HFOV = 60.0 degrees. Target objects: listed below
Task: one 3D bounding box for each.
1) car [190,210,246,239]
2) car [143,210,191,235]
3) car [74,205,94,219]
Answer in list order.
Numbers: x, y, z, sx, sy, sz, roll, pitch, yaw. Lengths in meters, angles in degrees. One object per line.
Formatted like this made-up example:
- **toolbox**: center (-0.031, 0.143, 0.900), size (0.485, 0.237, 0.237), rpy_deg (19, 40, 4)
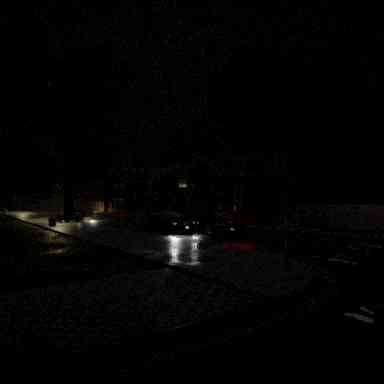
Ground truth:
- **car**: center (1.514, 1.793, 19.303), size (1.882, 1.535, 5.008), rpy_deg (-3, -1, -12)
- **car**: center (-1.623, 1.910, 21.913), size (1.812, 1.442, 4.674), rpy_deg (0, -1, -35)
- **car**: center (-12.691, 2.230, 37.618), size (1.882, 1.535, 5.008), rpy_deg (0, -1, -35)
